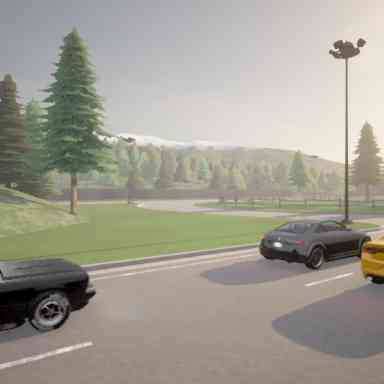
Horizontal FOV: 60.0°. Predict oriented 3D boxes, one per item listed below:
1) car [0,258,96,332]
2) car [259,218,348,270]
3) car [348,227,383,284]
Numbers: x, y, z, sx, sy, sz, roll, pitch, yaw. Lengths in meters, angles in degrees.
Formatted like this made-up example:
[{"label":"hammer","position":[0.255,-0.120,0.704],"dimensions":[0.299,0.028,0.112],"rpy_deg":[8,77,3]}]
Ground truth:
[{"label":"car","position":[-4.029,1.600,5.173],"dimensions":[4.718,1.301,1.895],"rpy_deg":[0,0,-35]},{"label":"car","position":[4.239,1.564,11.177],"dimensions":[4.181,1.385,1.994],"rpy_deg":[0,0,-35]},{"label":"car","position":[6.219,1.478,8.289],"dimensions":[5.008,1.535,1.882],"rpy_deg":[0,0,-35]}]
